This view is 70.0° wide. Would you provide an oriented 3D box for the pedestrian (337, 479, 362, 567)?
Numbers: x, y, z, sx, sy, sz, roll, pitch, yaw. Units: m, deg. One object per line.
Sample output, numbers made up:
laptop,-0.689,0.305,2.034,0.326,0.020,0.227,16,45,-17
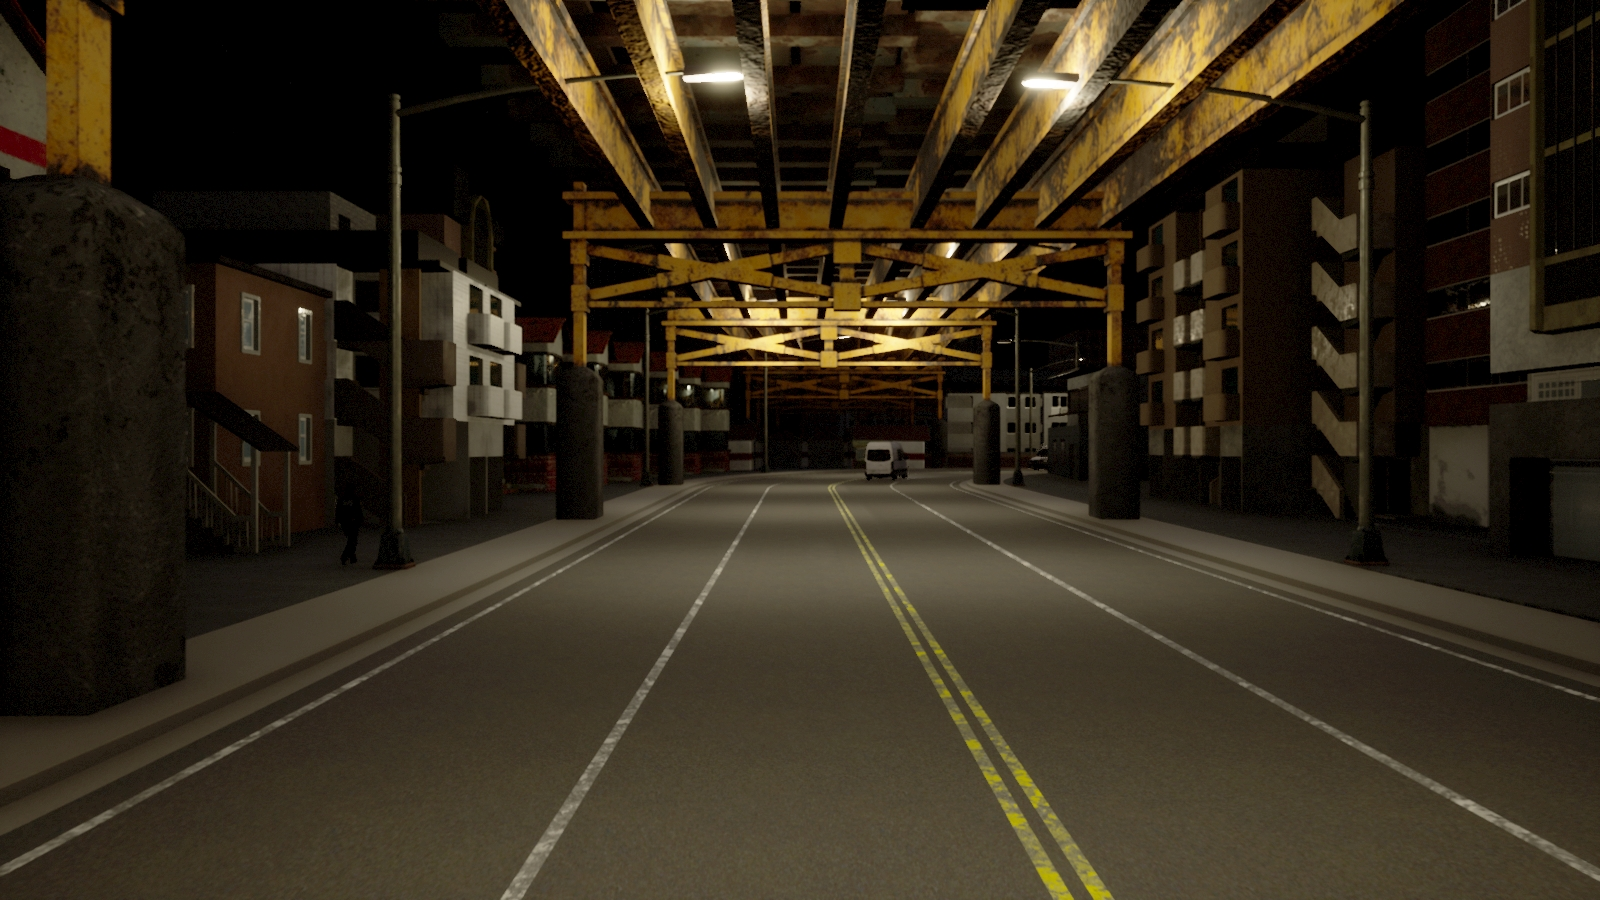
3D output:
pedestrian,-9.735,1.572,24.686,0.375,1.860,0.375,0,0,1
